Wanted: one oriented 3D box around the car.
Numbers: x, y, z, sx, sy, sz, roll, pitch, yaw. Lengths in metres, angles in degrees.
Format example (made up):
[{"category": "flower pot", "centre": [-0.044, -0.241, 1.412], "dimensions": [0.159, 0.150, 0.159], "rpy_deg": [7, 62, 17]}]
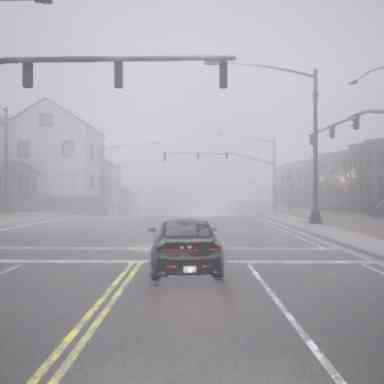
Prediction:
[{"category": "car", "centre": [-0.248, 1.499, 9.931], "dimensions": [1.837, 1.490, 4.892], "rpy_deg": [0, 0, -5]}]
